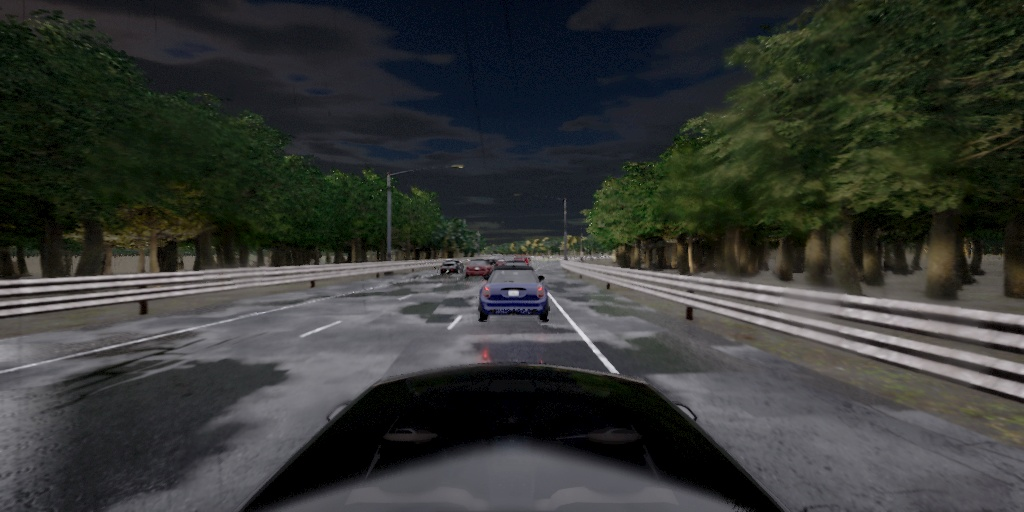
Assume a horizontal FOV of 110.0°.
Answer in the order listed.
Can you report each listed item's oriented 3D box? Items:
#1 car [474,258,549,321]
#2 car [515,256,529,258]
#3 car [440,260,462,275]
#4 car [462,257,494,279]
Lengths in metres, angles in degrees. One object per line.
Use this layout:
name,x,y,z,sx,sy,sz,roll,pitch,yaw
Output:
car,0.073,1.093,12.523,2.097,1.767,4.553,0,0,1
car,0.275,1.080,24.018,2.097,1.767,4.553,0,0,1
car,-6.229,1.205,37.779,1.837,1.490,4.892,0,0,2
car,-2.885,1.064,32.595,2.097,1.767,4.553,0,0,2
